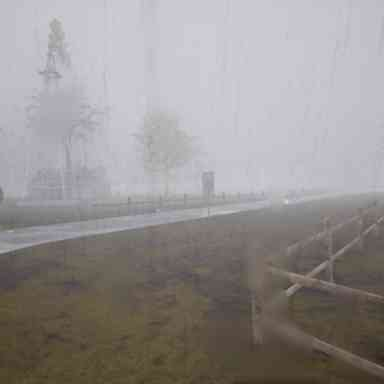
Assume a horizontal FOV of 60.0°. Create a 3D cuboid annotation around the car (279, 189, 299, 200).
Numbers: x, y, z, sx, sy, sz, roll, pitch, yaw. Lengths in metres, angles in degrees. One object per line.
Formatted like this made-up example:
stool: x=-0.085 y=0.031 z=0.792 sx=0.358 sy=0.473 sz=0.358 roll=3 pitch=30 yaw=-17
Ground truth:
car: x=14.451 y=0.315 z=49.567 sx=2.128 sy=1.511 sz=4.902 roll=-1 pitch=1 yaw=35
